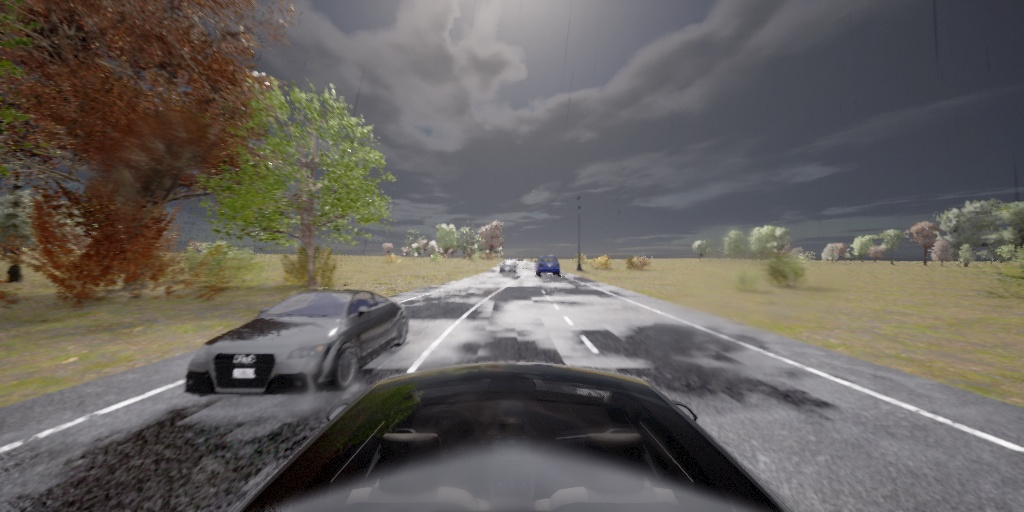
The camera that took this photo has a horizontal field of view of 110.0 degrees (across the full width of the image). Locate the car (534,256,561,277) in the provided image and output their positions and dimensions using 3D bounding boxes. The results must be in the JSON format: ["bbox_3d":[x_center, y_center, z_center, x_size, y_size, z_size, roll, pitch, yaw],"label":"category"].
[{"bbox_3d":[3.488,0.990,35.686,2.150,2.045,5.566,0,0,0],"label":"car"}]

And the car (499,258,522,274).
[{"bbox_3d":[-0.346,1.270,40.588,2.128,1.511,4.902,0,0,4],"label":"car"}]

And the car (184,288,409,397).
[{"bbox_3d":[-3.399,1.316,6.594,1.994,1.385,4.181,0,0,1],"label":"car"}]
